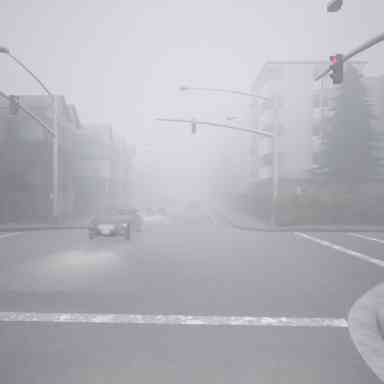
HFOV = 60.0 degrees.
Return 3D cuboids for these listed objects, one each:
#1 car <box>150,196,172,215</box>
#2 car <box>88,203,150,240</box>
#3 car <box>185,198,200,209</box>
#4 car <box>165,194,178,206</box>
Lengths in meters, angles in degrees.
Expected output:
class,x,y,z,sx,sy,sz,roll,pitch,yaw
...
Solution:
class,x,y,z,sx,sy,sz,roll,pitch,yaw
car,-3.590,1.491,34.574,2.128,1.511,4.902,0,0,0
car,-3.585,1.381,16.278,2.128,1.511,4.902,1,0,0
car,0.104,1.526,45.561,1.812,1.442,4.674,0,0,0
car,-3.491,1.300,53.215,2.150,2.045,5.566,0,0,0
